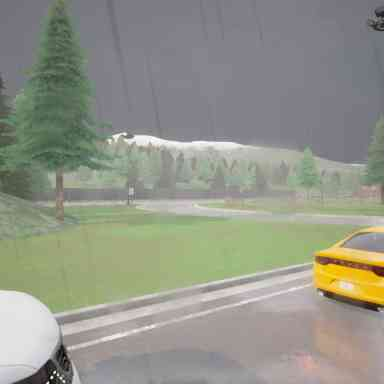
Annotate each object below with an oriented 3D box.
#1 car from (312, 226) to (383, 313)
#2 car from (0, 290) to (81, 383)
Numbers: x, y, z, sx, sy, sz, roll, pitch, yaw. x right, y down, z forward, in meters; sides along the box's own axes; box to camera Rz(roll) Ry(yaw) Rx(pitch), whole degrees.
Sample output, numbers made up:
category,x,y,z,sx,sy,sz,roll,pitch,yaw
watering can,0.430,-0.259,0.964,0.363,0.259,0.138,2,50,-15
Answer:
category,x,y,z,sx,sy,sz,roll,pitch,yaw
car,4.699,1.478,7.205,5.008,1.535,1.882,0,0,-35
car,-3.345,1.221,1.363,5.566,2.045,2.150,0,0,-35
